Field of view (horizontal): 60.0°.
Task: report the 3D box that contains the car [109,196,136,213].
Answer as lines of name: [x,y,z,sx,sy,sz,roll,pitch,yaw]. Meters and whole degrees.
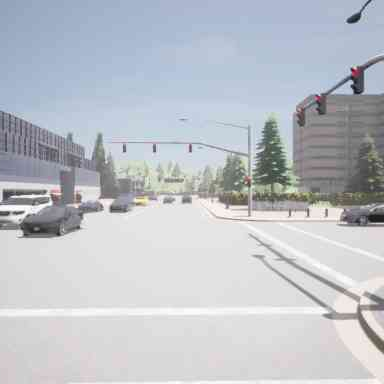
car: [-7.789,1.477,36.683,1.882,1.535,5.008,0,0,-1]

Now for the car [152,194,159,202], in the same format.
car: [-8.141,1.117,68.932,2.097,1.767,4.553,0,0,-1]

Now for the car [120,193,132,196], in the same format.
car: [-11.565,1.223,57.956,2.150,2.045,5.566,0,0,-1]

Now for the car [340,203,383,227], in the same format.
car: [12.499,1.492,22.272,4.902,1.511,2.128,0,0,-1]

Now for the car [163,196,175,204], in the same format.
car: [-4.582,1.547,64.666,2.033,1.411,5.357,0,0,-1]

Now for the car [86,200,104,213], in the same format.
car: [-11.306,1.564,37.544,1.994,1.385,4.181,0,0,-1]

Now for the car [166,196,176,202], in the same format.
car: [-4.728,1.510,75.301,1.895,1.301,4.718,0,0,-1]

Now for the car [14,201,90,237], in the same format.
car: [-7.421,1.477,18.258,1.882,1.535,5.008,0,0,-1]

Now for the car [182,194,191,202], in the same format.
car: [-1.223,1.355,75.056,2.097,1.767,4.553,0,0,-1]

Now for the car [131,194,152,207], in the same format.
car: [-8.004,1.477,52.494,1.882,1.535,5.008,0,0,-1]

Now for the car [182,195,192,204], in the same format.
car: [-0.985,1.505,64.990,1.837,1.490,4.892,0,0,-1]

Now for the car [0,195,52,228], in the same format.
car: [-11.006,1.218,21.987,2.150,2.045,5.566,0,0,-1]
